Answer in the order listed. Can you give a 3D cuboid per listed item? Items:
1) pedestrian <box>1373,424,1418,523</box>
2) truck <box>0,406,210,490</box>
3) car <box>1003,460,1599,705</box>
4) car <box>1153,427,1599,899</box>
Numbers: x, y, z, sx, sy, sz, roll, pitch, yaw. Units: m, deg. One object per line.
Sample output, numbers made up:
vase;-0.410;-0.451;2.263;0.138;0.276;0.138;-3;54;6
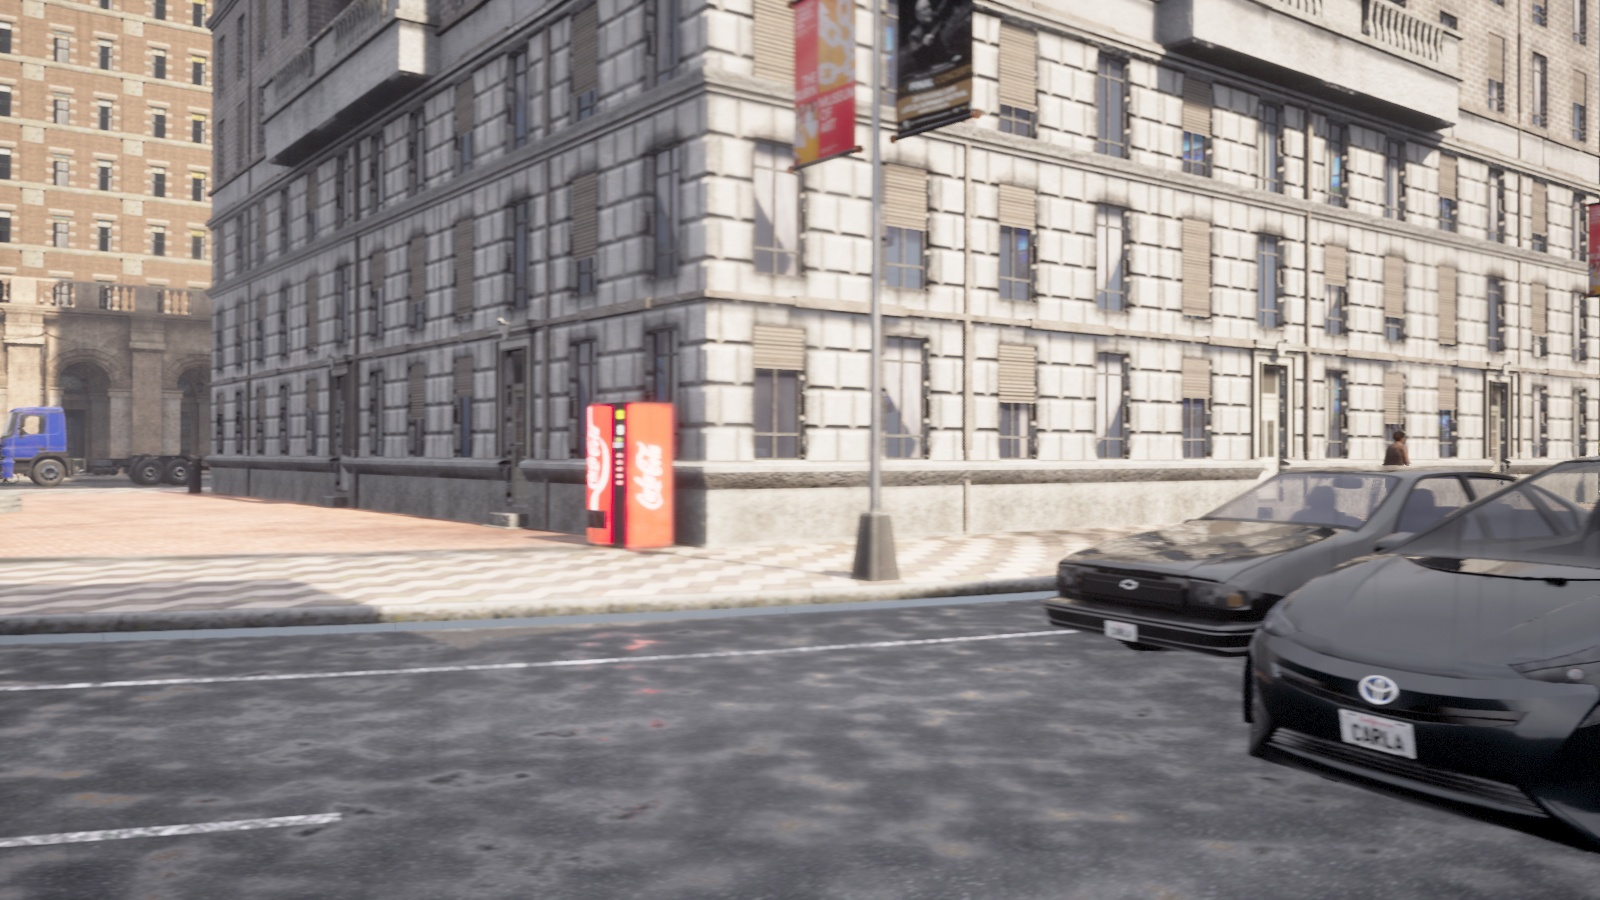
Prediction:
pedestrian;11.079;0.427;23.357;0.869;1.805;0.328;0;0;-31
truck;-30.429;-0.073;54.957;7.936;3.462;2.891;0;0;-36
car;4.323;0.803;9.617;5.357;1.411;2.033;0;0;-29
car;4.005;0.695;5.577;4.514;1.525;2.007;0;0;-27
